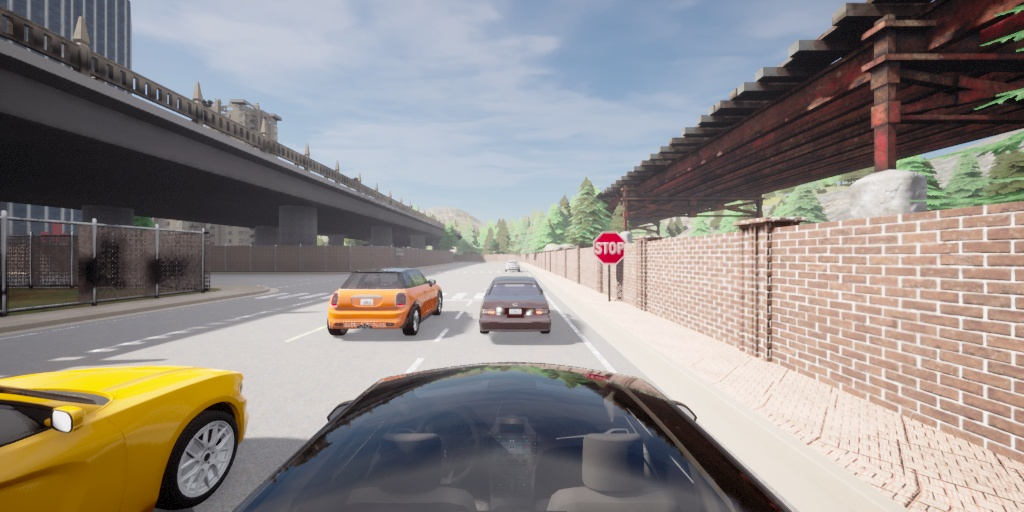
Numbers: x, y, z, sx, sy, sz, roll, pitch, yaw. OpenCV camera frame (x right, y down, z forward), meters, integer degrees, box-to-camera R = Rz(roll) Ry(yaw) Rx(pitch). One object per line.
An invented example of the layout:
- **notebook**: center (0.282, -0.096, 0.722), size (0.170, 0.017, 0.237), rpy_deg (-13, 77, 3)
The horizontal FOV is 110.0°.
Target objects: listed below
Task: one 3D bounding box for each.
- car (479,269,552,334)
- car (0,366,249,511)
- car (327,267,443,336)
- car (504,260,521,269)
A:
- **car**: center (0.074, 1.297, 10.600), size (2.033, 1.411, 5.357), rpy_deg (0, 0, 0)
- **car**: center (-3.398, 1.228, 1.319), size (1.882, 1.535, 5.008), rpy_deg (0, 0, 0)
- **car**: center (-3.427, 1.102, 10.576), size (2.097, 1.767, 4.553), rpy_deg (0, 0, 0)
- **car**: center (0.059, 1.275, 45.810), size (1.812, 1.442, 4.674), rpy_deg (0, 0, -1)
